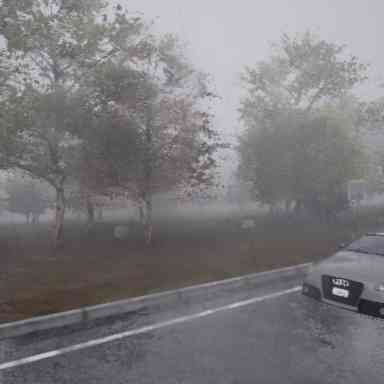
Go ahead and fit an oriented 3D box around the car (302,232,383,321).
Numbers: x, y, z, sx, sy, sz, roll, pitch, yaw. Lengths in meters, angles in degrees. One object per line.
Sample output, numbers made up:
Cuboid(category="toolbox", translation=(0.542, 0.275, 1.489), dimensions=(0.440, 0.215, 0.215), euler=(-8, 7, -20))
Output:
Cuboid(category="car", translation=(4.236, 1.584, 7.010), dimensions=(4.181, 1.385, 1.994), euler=(0, 0, -35))
